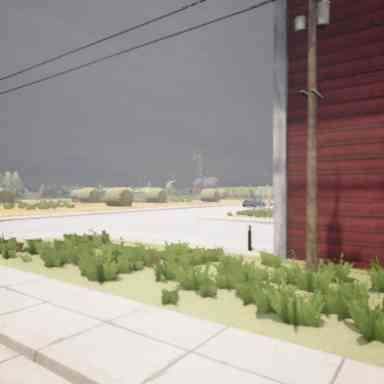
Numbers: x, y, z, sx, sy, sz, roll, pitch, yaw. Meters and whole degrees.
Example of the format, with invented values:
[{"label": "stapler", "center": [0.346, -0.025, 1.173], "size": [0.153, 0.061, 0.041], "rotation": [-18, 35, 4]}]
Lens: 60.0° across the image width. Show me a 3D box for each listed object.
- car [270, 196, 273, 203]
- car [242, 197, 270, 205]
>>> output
[{"label": "car", "center": [14.197, 1.282, 54.066], "size": [2.097, 1.767, 4.553], "rotation": [0, 0, 34]}, {"label": "car", "center": [8.572, 1.438, 45.849], "size": [1.994, 1.385, 4.181], "rotation": [-1, -1, 36]}]
